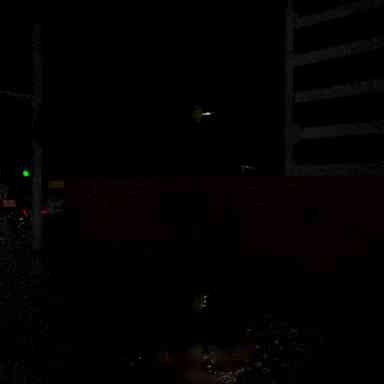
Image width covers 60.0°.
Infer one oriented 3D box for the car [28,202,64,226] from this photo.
[{"bbox_3d":[-8.367,1.389,22.045,1.812,1.442,4.674,1,0,36],"label":"car"}]
